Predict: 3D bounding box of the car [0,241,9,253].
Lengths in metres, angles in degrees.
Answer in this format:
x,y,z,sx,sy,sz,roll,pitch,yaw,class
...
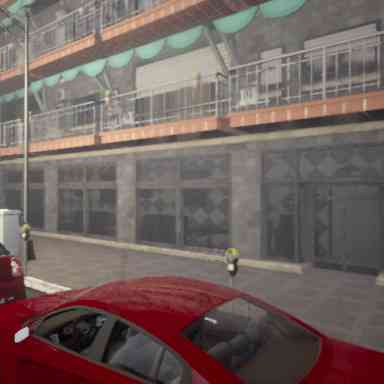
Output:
x,y,z,sx,sy,sz,roll,pitch,yaw,class
-5.098,1.406,6.513,4.097,1.590,1.967,0,0,36,car

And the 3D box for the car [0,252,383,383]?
x,y,z,sx,sy,sz,roll,pitch,yaw,class
-0.516,1.535,3.244,4.507,1.381,1.887,0,0,36,car
